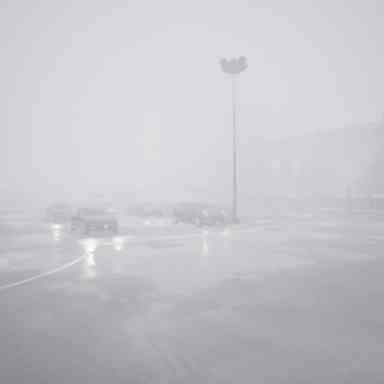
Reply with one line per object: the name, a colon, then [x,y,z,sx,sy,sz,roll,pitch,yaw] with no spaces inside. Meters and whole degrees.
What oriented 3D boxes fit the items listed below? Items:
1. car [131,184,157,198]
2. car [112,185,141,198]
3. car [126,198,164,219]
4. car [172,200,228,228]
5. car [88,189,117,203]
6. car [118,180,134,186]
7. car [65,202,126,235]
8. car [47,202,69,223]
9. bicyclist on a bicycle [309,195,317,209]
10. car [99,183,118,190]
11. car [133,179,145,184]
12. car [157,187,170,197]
car: [-8.390,0.001,57.107,1.882,1.535,5.008,0,7,-32]
car: [-10.648,0.259,53.919,2.033,1.411,5.357,0,6,-32]
car: [-4.549,1.616,30.755,2.033,1.411,5.357,0,1,-32]
car: [0.470,1.392,22.769,2.097,1.767,4.553,0,0,-32]
car: [-11.601,0.925,42.040,2.097,1.767,4.553,0,4,-32]
car: [-13.885,-1.235,65.931,1.882,1.535,5.008,0,7,-32]
car: [-5.834,1.595,19.644,1.837,1.490,4.892,-1,0,-32]
car: [-10.753,1.610,27.476,1.837,1.490,4.892,0,1,-32]
bicyclist on a bicycle: [14.941,1.253,41.055,1.656,1.620,0.582,-1,0,-32]
car: [-16.160,-1.036,62.774,1.882,1.535,5.008,0,7,-32]
car: [-11.345,-1.592,68.299,2.150,2.045,5.566,0,7,-32]
car: [-5.777,-0.096,59.528,1.882,1.535,5.008,0,7,-32]
